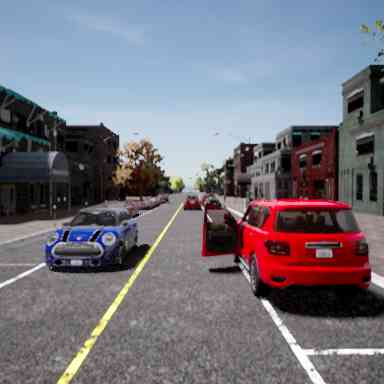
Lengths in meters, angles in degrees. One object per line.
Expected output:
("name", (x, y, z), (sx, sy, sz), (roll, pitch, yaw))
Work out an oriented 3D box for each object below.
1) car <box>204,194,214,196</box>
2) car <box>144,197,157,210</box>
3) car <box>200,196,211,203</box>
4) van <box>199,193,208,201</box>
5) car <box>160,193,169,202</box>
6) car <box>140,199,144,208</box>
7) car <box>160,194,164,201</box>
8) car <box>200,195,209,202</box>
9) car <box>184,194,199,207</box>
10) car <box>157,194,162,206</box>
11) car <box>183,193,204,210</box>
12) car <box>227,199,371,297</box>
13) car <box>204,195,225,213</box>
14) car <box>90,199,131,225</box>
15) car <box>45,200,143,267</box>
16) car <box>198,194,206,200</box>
("car", (2.582, 1.387, 46.373), (1.752, 1.417, 4.829), (-1, 0, 0))
("car", (-5.785, 1.461, 40.634), (1.802, 1.307, 4.206), (-1, 0, 0))
("car", (2.544, 1.394, 62.849), (1.802, 1.307, 4.206), (-1, 0, 0))
("van", (2.516, 1.119, 73.945), (1.690, 1.788, 3.998), (-1, 0, 0))
("car", (-5.851, 1.110, 68.375), (2.192, 1.841, 5.009), (-1, 0, 0))
("car", (-5.760, 1.457, 29.538), (1.887, 1.381, 4.507), (-1, 0, 0))
("car", (-5.811, 1.428, 51.731), (1.802, 1.307, 4.206), (-1, 0, 0))
("car", (2.531, 1.320, 68.567), (1.752, 1.417, 4.829), (-1, 0, 0))
("car", (-0.115, 1.202, 50.258), (2.097, 1.767, 4.553), (0, 0, 0))
("car", (-5.799, 1.413, 46.182), (2.008, 1.369, 4.403), (-1, 0, 0))
("car", (-0.003, 1.233, 40.133), (2.097, 1.767, 4.553), (0, 0, -2))
("car", (2.374, 1.195, 8.673), (2.150, 2.045, 5.566), (0, 0, 0))
("car", (2.595, 1.445, 40.656), (1.947, 1.339, 4.313), (-1, 0, 0))
("car", (-5.749, 1.369, 23.989), (1.967, 1.590, 4.097), (-1, 0, 0))
("car", (-3.127, 1.318, 11.252), (2.097, 1.767, 4.553), (0, 0, 0))
("car", (2.493, 1.269, 85.212), (1.752, 1.417, 4.829), (-1, 0, 0))
